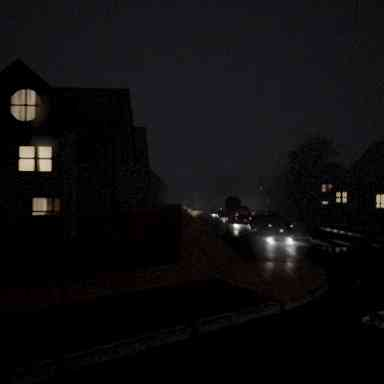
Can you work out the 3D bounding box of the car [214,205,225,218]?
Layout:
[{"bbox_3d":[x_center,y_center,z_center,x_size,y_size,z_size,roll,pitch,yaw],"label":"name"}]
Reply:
[{"bbox_3d":[4.517,2.604,43.571,2.033,1.411,5.357,1,-2,-2],"label":"car"}]

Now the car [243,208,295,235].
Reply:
[{"bbox_3d":[5.216,2.011,22.580,2.033,1.411,5.357,1,-2,-3],"label":"car"}]

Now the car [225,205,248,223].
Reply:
[{"bbox_3d":[4.854,2.108,32.940,2.097,1.767,4.553,1,-2,-2],"label":"car"}]

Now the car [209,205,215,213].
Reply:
[{"bbox_3d":[4.128,2.995,58.767,2.128,1.511,4.902,1,-2,-2],"label":"car"}]
